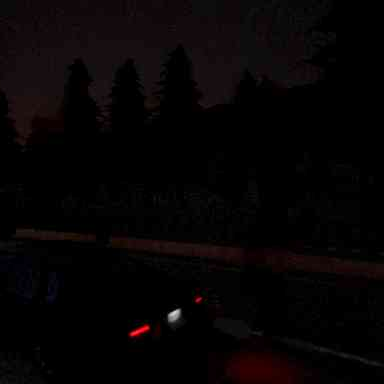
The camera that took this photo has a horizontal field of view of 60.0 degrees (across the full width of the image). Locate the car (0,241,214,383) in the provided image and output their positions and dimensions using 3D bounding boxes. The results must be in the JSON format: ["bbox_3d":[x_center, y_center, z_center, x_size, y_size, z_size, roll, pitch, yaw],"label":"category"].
[{"bbox_3d":[-2.329,1.541,5.355,5.357,1.411,2.033,0,0,32],"label":"car"}]
